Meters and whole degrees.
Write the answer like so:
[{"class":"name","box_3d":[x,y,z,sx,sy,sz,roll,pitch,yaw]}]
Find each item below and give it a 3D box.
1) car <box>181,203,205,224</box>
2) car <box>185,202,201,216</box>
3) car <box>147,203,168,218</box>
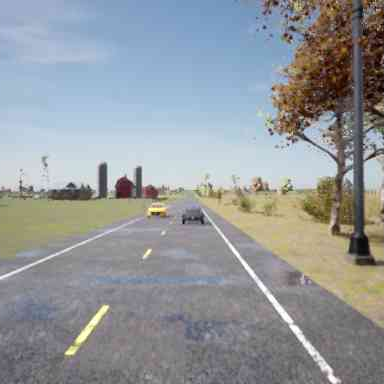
[{"class":"car","box_3d":[0.091,1.855,28.294,2.128,1.511,4.902,0,-1,0]},{"class":"car","box_3d":[0.075,2.043,40.528,1.812,1.442,4.674,0,0,0]},{"class":"car","box_3d":[-3.605,1.931,35.387,1.882,1.535,5.008,0,-1,0]}]
